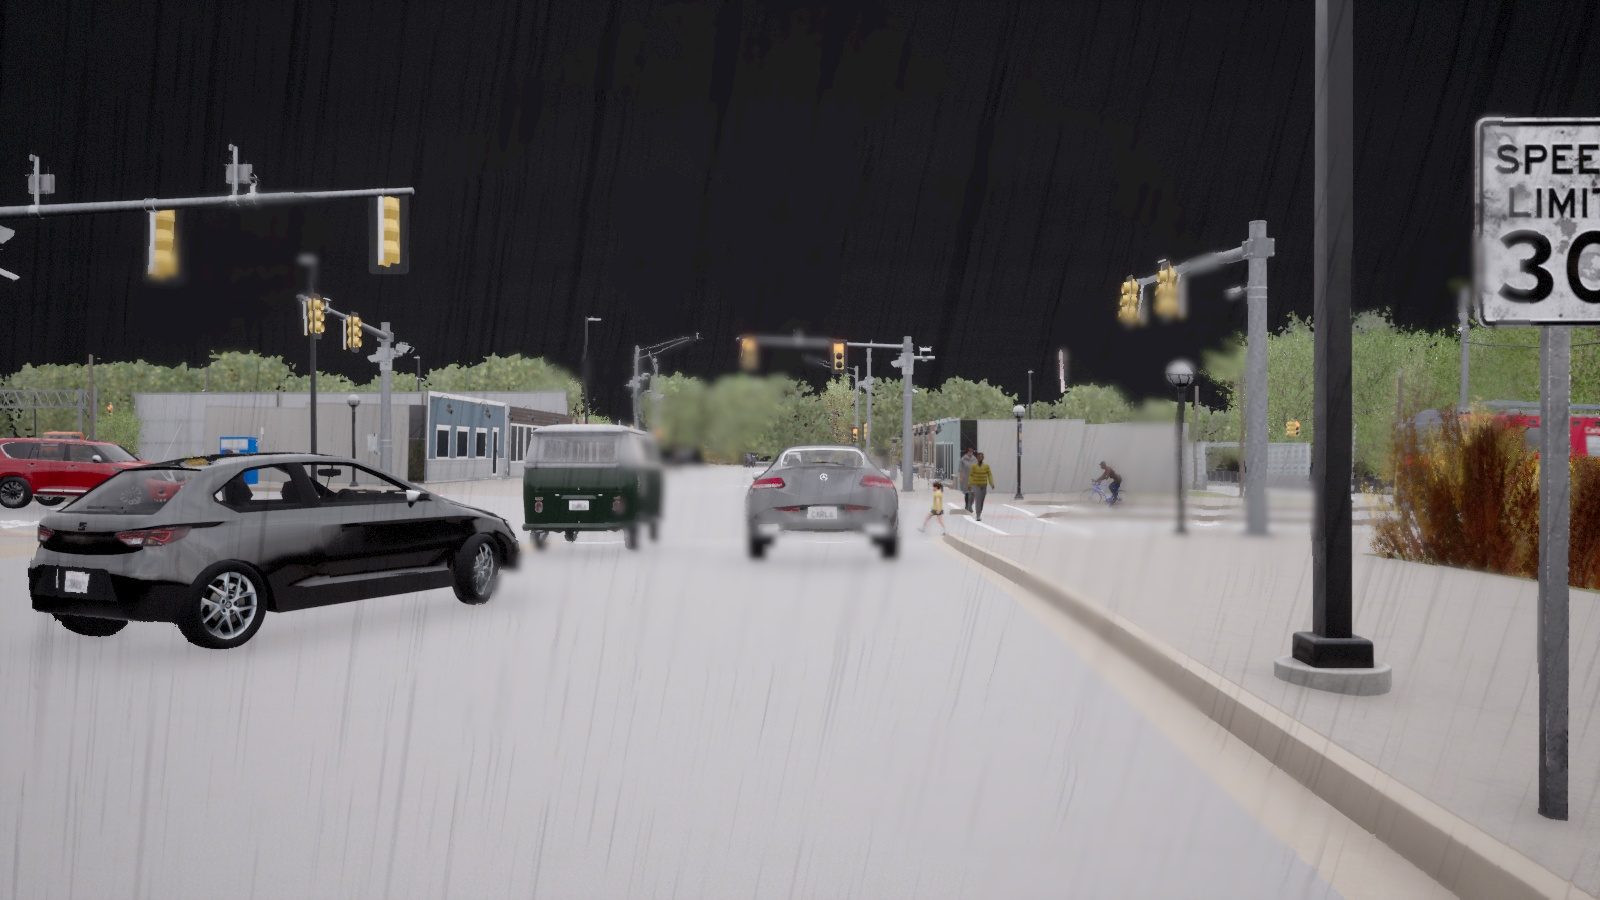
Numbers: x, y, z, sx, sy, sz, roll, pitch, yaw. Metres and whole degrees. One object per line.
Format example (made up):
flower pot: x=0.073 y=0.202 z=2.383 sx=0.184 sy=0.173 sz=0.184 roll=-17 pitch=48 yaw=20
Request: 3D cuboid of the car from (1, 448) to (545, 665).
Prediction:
car: x=-4.332 y=0.746 z=11.057 sx=1.816 sy=1.474 sz=4.193 roll=0 pitch=1 yaw=28

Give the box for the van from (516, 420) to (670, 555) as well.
van: x=-3.282 y=0.598 z=20.731 sx=1.775 sy=1.987 sz=4.442 roll=0 pitch=-1 yaw=0

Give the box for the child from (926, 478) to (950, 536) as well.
child: x=2.697 y=1.117 z=24.561 sx=0.394 sy=1.110 sz=0.255 roll=0 pitch=1 yaw=32

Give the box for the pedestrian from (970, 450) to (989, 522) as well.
pedestrian: x=4.679 y=0.933 z=32.728 sx=0.431 sy=1.840 sz=0.709 roll=0 pitch=1 yaw=3

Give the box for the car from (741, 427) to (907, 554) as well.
car: x=0.350 y=0.588 z=18.883 sx=2.152 sy=1.651 sz=5.027 roll=0 pitch=-1 yaw=1

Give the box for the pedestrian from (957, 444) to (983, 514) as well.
pedestrian: x=4.841 y=0.815 z=35.768 sx=0.659 sy=1.952 sz=0.873 roll=0 pitch=1 yaw=3

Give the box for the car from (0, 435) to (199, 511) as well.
car: x=-21.005 y=0.660 z=36.899 sx=5.566 sy=2.045 sz=2.150 roll=1 pitch=0 yaw=-3

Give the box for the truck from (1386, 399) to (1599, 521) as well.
truck: x=24.454 y=0.406 z=42.291 sx=8.468 sy=3.827 sz=2.891 roll=1 pitch=-1 yaw=-11

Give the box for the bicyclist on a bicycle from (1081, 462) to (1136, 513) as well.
bicyclist on a bicycle: x=10.250 y=1.247 z=41.787 sx=1.656 sy=1.620 sz=0.582 roll=1 pitch=-1 yaw=0
